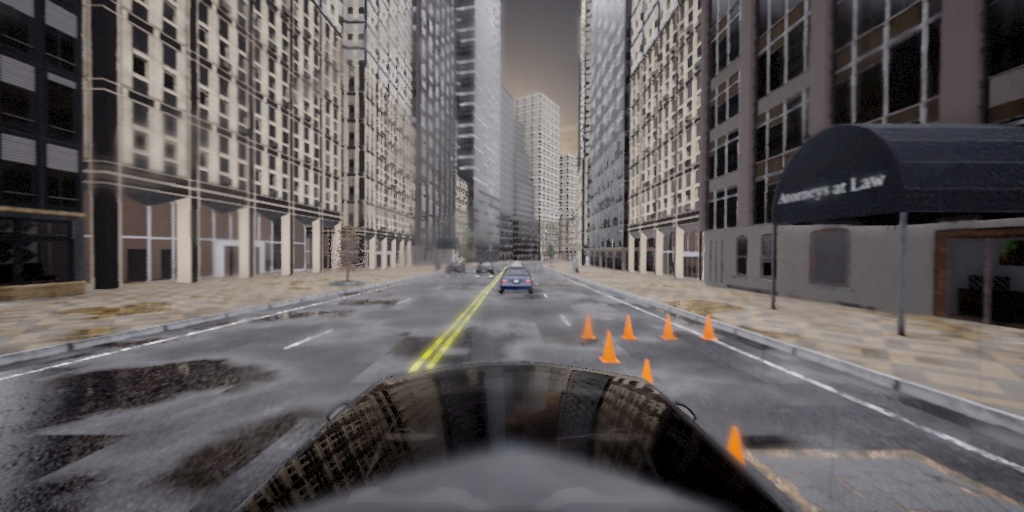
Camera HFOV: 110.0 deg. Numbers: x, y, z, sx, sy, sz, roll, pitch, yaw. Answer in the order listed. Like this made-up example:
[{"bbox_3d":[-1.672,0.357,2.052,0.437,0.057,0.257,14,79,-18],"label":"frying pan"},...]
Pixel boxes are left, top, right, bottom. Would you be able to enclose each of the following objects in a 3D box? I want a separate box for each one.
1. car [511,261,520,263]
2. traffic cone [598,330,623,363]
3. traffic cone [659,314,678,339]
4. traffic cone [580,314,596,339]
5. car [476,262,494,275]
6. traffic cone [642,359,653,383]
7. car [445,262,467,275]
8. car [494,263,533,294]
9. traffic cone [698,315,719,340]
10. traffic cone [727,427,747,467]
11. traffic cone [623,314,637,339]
[{"bbox_3d":[0.519,1.433,51.001,1.812,1.442,4.674,0,0,0],"label":"car"},{"bbox_3d":[1.890,1.735,6.983,0.340,0.580,0.340,0,0,1],"label":"traffic cone"},{"bbox_3d":[3.908,1.756,8.965,0.340,0.580,0.340,0,0,1],"label":"traffic cone"},{"bbox_3d":[1.908,1.742,8.983,0.340,0.580,0.340,0,0,1],"label":"traffic cone"},{"bbox_3d":[-3.008,1.377,40.946,1.812,1.442,4.674,0,0,1],"label":"car"},{"bbox_3d":[1.872,1.729,4.983,0.340,0.580,0.340,0,0,1],"label":"traffic cone"},{"bbox_3d":[-6.265,1.376,40.683,2.033,1.411,5.357,0,0,1],"label":"car"},{"bbox_3d":[0.250,1.360,20.957,2.033,1.411,5.357,0,0,1],"label":"car"},{"bbox_3d":[4.907,1.763,8.956,0.340,0.580,0.340,0,0,1],"label":"traffic cone"},{"bbox_3d":[1.854,1.722,2.983,0.340,0.580,0.340,0,0,1],"label":"traffic cone"},{"bbox_3d":[2.907,1.749,8.973,0.340,0.580,0.340,0,0,1],"label":"traffic cone"}]
